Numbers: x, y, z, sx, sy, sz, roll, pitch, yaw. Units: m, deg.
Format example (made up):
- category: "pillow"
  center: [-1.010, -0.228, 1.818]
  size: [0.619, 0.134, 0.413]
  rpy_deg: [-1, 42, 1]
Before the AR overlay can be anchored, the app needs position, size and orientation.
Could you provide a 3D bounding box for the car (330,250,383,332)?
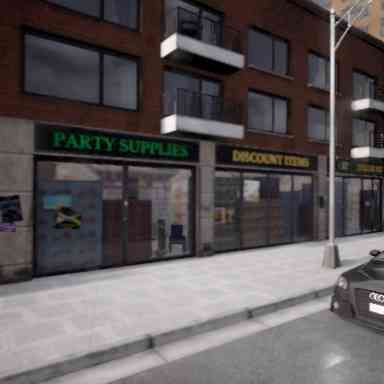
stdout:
- category: "car"
  center: [4.458, 1.602, 6.151]
  size: [4.181, 1.385, 1.994]
  rpy_deg: [0, 0, -35]
